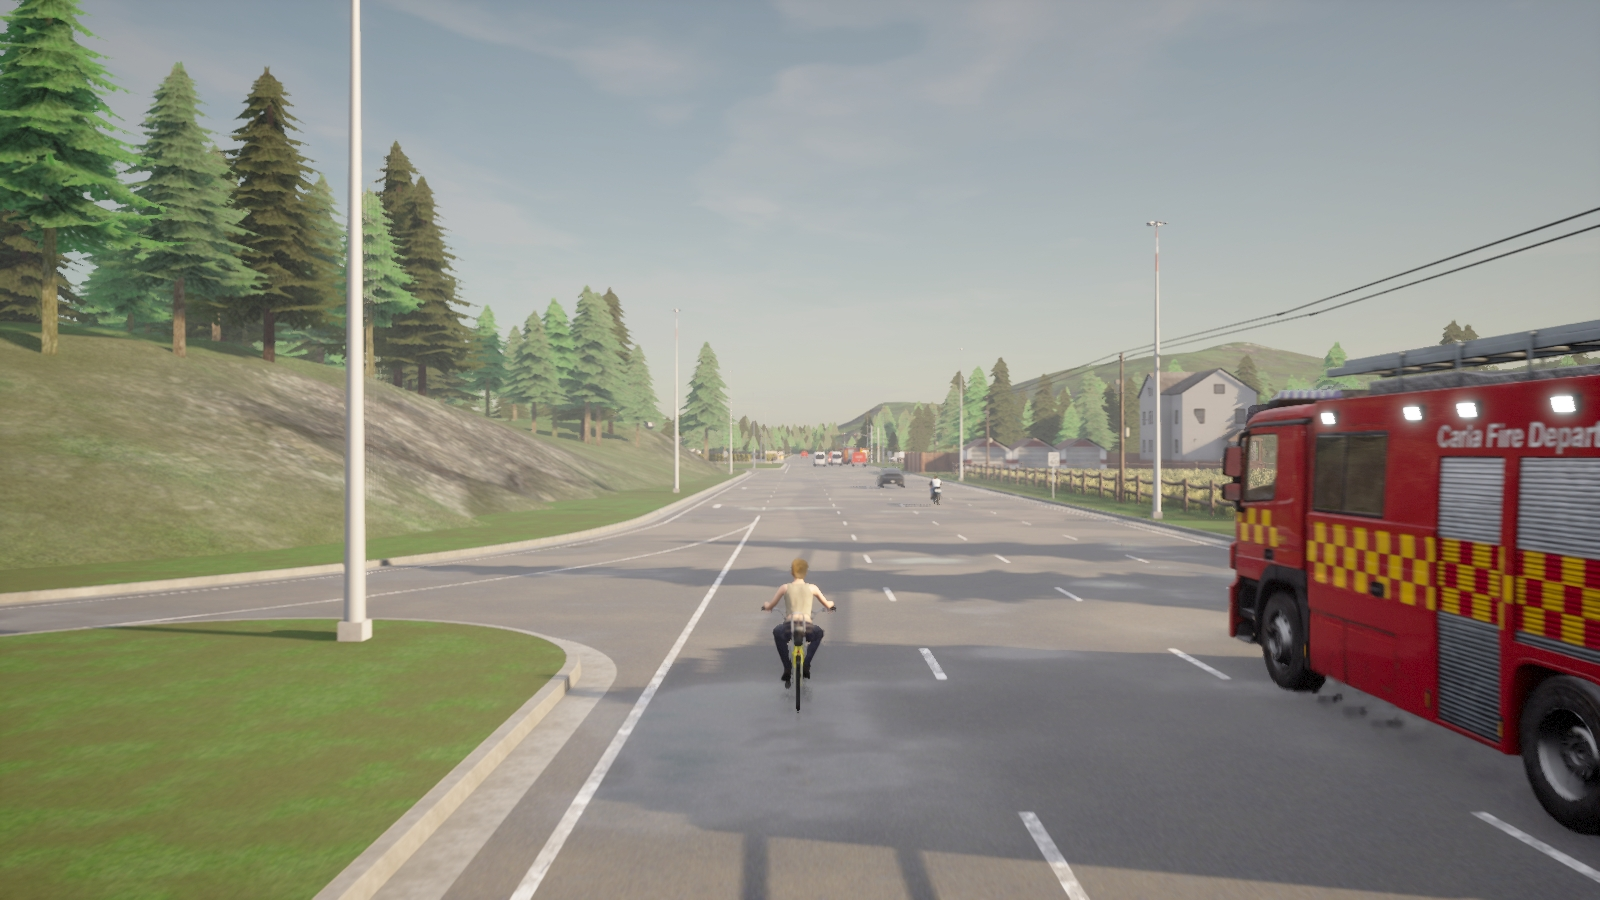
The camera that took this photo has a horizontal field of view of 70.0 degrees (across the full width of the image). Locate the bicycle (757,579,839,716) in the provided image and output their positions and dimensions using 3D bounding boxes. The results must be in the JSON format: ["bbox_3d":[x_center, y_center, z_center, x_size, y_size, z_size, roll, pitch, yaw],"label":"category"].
[{"bbox_3d":[-0.015,2.167,12.772,0.859,1.276,1.487,0,0,0],"label":"bicycle"}]

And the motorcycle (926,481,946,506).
[{"bbox_3d":[6.995,2.224,58.786,0.803,1.199,2.033,0,0,0],"label":"motorcycle"}]

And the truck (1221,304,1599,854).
[{"bbox_3d":[7.005,0.898,10.840,2.891,3.827,8.468,0,0,0],"label":"truck"}]
